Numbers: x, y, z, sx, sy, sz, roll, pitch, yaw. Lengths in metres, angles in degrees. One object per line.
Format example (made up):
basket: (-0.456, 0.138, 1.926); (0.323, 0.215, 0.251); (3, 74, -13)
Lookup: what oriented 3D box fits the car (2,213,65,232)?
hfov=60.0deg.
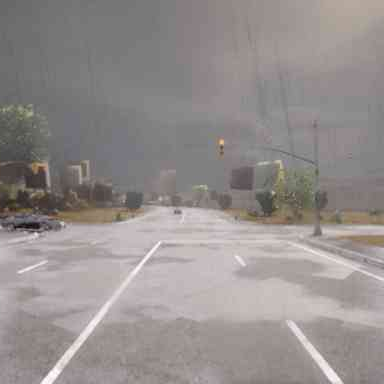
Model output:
car: (-12.851, 2.474, 27.092); (4.902, 1.511, 2.128); (0, -3, 6)

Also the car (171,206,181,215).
car: (-3.446, 4.611, 78.264); (2.033, 1.411, 5.357); (0, -1, 0)
